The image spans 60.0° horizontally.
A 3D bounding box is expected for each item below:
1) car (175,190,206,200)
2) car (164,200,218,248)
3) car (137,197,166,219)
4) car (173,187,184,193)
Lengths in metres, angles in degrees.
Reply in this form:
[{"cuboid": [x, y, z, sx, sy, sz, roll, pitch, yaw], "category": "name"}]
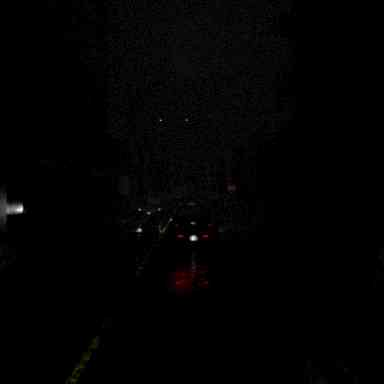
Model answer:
[{"cuboid": [-0.001, 0.942, 25.729, 2.097, 1.767, 4.553, 0, 1, 0], "category": "car"}, {"cuboid": [0.037, 1.291, 13.743, 1.837, 1.490, 4.892, 0, 1, 0], "category": "car"}, {"cuboid": [-2.904, 1.132, 24.793, 1.812, 1.442, 4.674, 0, 1, 0], "category": "car"}, {"cuboid": [-2.848, 0.117, 82.641, 2.128, 1.511, 4.902, 0, 1, 0], "category": "car"}]
